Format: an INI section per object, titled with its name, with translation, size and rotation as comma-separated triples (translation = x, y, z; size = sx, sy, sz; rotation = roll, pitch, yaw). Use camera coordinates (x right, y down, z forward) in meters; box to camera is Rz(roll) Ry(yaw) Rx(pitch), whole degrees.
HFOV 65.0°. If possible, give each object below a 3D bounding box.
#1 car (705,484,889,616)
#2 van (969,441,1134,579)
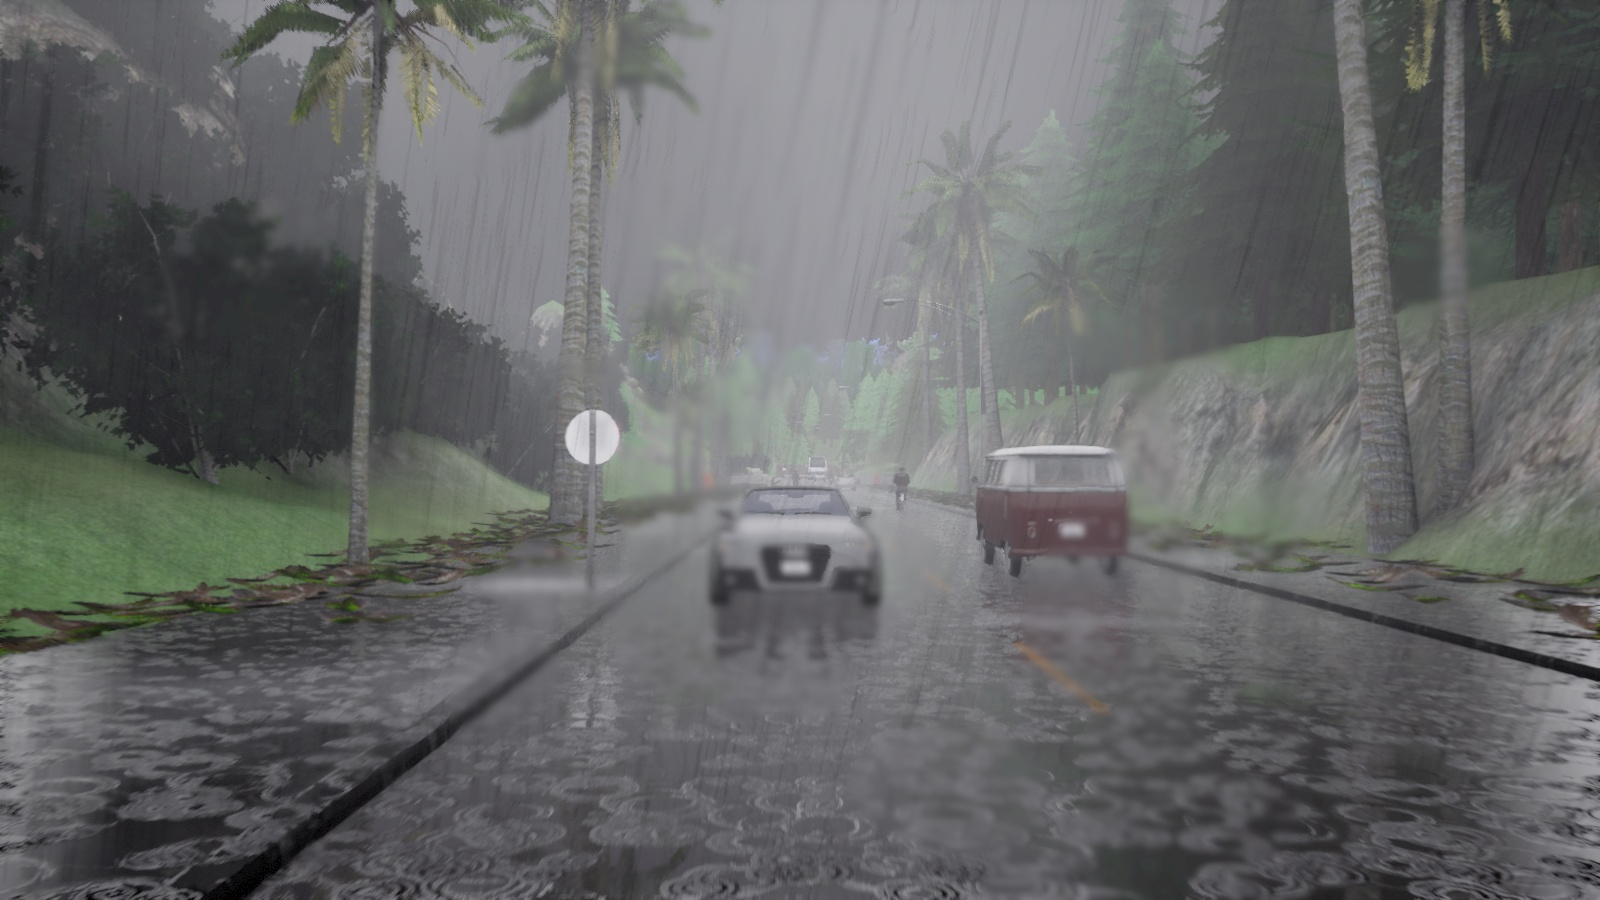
[car]
translation = -0.043, 1.148, 15.773
size = 1.994, 1.385, 4.181
rotation = 0, -1, 0
[van]
translation = 3.943, 0.901, 20.435
size = 1.775, 1.987, 4.442
rotation = 0, -1, 0
